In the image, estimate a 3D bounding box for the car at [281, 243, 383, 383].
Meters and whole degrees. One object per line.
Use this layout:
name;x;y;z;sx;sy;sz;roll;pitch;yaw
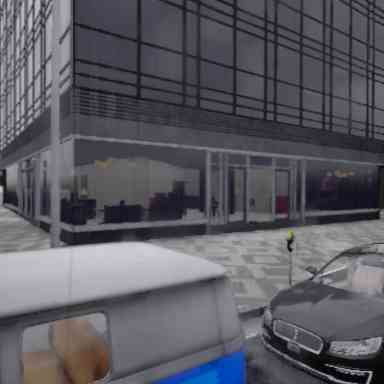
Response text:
car;2.955;1.527;5.011;4.403;1.369;2.008;0;0;-35

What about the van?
van;-1.516;1.316;1.916;3.998;1.788;1.690;0;0;-35
